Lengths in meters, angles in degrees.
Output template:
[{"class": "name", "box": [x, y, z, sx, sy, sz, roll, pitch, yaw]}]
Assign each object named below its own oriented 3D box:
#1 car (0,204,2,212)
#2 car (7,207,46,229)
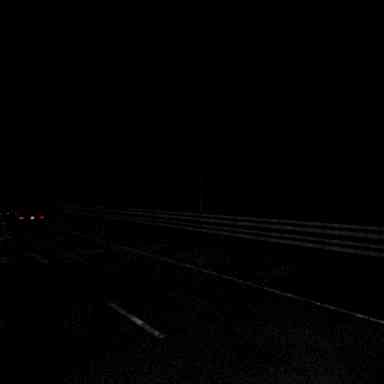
[{"class": "car", "box": [-26.530, 1.980, 44.288, 1.895, 1.301, 4.718, 1, -1, -35]}, {"class": "car", "box": [-11.877, 1.759, 23.712, 2.033, 1.411, 5.357, 1, -1, -36]}]
